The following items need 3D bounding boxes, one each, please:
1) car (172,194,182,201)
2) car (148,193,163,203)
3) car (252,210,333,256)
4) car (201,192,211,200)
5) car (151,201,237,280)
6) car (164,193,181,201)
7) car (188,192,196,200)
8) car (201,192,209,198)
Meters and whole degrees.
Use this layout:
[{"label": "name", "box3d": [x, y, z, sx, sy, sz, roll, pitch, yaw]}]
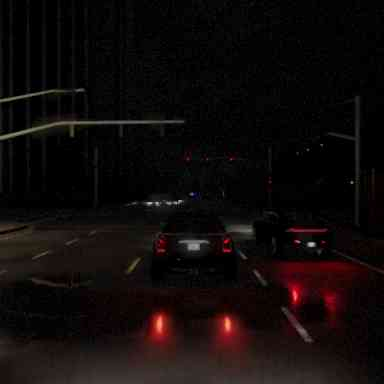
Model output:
[{"label": "car", "box3d": [-3.493, 1.161, 77.640, 2.128, 1.511, 4.902, 0, 0, 0]}, {"label": "car", "box3d": [-7.028, 1.234, 62.127, 1.812, 1.442, 4.674, 0, 0, 1]}, {"label": "car", "box3d": [3.620, 1.428, 12.796, 2.128, 1.511, 4.902, 0, 0, -2]}, {"label": "car", "box3d": [3.507, 1.146, 79.426, 1.812, 1.442, 4.674, 0, 0, 0]}, {"label": "car", "box3d": [0.059, 1.305, 9.990, 2.097, 1.767, 4.553, 0, 0, 0]}, {"label": "car", "box3d": [-3.524, 1.256, 62.134, 2.033, 1.411, 5.357, 0, 0, 1]}, {"label": "car", "box3d": [0.007, 1.219, 79.525, 1.895, 1.301, 4.718, 0, 0, 0]}, {"label": "car", "box3d": [3.508, 0.797, 89.504, 2.097, 1.767, 4.553, 0, 0, 0]}]
